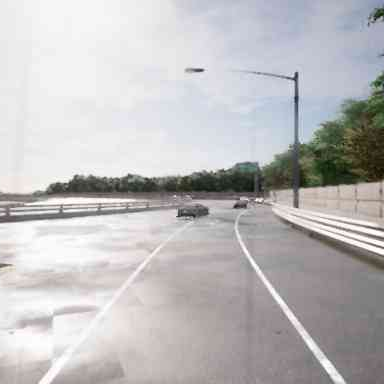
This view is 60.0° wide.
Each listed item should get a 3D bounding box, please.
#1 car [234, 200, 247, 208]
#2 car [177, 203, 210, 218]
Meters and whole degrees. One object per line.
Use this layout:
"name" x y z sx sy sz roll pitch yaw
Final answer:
"car" 8.248 1.965 56.163 1.994 1.385 4.181 0 0 12
"car" 0.199 1.763 32.305 1.994 1.385 4.181 0 0 25
